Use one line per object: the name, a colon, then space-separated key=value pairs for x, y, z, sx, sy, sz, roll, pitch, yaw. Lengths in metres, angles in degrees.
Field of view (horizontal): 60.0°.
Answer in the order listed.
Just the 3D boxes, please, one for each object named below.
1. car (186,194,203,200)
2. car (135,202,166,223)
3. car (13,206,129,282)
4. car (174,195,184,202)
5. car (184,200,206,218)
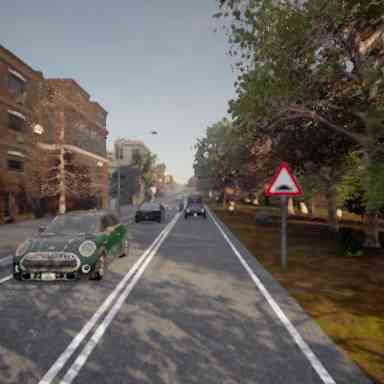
car: x=0.411 y=1.278 z=46.449 sx=2.150 sy=2.045 sz=5.566 roll=0 pitch=1 yaw=0
car: x=-3.160 y=1.523 z=25.919 sx=1.882 sy=1.535 sz=5.008 roll=0 pitch=0 yaw=1
car: x=-3.307 y=1.372 z=9.938 sx=2.097 sy=1.767 sz=4.553 roll=0 pitch=0 yaw=0
car: x=-2.825 y=1.497 z=73.660 sx=1.812 sy=1.442 sz=4.674 roll=0 pitch=0 yaw=0
car: x=0.308 y=1.653 z=30.414 sx=1.895 sy=1.301 sz=4.718 roll=0 pitch=0 yaw=1
